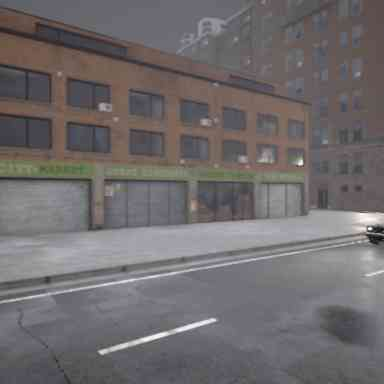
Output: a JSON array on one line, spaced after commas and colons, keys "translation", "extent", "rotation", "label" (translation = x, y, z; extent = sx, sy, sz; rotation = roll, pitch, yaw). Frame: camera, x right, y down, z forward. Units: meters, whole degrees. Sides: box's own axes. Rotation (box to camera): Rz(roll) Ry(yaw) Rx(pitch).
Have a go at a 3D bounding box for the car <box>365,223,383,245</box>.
[{"translation": [9.490, 1.590, 14.338], "extent": [4.718, 1.301, 1.895], "rotation": [0, 0, -35], "label": "car"}]
